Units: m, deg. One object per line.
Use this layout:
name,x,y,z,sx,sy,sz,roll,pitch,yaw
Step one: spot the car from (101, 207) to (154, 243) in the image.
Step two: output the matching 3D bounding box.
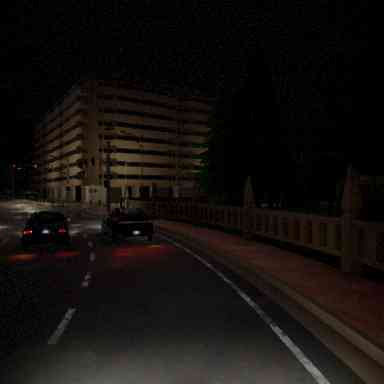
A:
car,-3.251,1.494,16.259,2.128,1.511,4.902,0,0,-22

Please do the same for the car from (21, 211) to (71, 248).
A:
car,-6.492,1.562,14.939,2.033,1.411,5.357,0,0,-22
